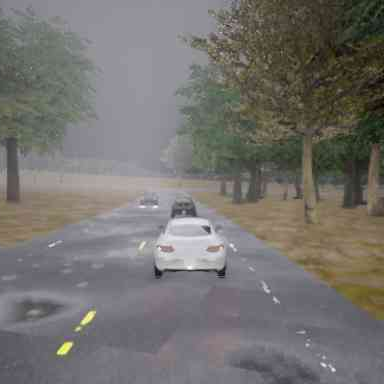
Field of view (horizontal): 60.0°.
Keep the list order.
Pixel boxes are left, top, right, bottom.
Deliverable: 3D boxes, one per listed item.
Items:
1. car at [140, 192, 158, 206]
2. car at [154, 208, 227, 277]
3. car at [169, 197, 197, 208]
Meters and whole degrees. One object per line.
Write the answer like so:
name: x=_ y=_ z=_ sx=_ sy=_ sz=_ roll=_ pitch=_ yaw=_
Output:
car: x=-5.328 y=0.743 z=41.678 sx=2.097 sy=1.767 sz=4.553 roll=0 pitch=1 yaw=-4
car: x=-0.061 y=1.420 z=9.830 sx=1.812 sy=1.442 sz=4.674 roll=0 pitch=1 yaw=-1
car: x=-0.704 y=1.152 z=26.588 sx=1.837 sy=1.490 sz=4.892 roll=0 pitch=1 yaw=-3
